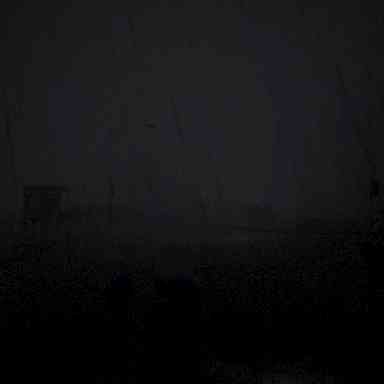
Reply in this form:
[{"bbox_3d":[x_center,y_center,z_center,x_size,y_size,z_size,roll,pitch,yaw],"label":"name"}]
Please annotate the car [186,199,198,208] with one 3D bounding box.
[{"bbox_3d":[0.005,1.934,55.499,1.812,1.442,4.674,0,0,0],"label":"car"}]
